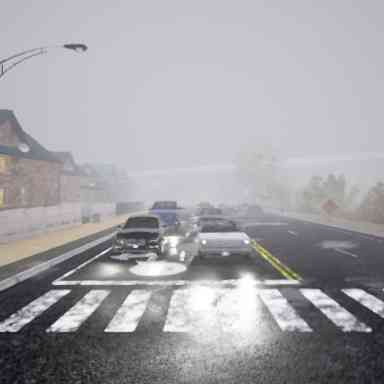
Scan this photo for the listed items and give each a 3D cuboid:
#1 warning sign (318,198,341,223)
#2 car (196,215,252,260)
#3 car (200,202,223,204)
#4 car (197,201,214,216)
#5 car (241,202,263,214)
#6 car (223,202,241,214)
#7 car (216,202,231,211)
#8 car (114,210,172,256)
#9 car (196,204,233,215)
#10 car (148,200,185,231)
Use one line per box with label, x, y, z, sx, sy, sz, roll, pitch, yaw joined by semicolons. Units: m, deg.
warning sign;10.852;1.457;26.256;1.300;1.860;1.060;1;1;1
car;1.173;1.811;13.416;1.895;1.301;4.718;0;-1;1
car;1.487;2.002;31.989;2.128;1.511;4.902;0;-1;1
car;1.653;2.025;41.813;2.097;1.767;4.553;0;-1;1
car;8.266;2.234;44.747;1.994;1.385;4.181;0;-1;1
car;5.022;2.304;45.148;1.895;1.301;4.718;0;-1;1
car;5.178;2.436;55.071;1.994;1.385;4.181;0;-1;1
car;-2.061;1.758;14.446;1.837;1.490;4.892;0;-1;-1
car;1.325;1.851;22.721;2.128;1.511;4.902;0;-1;1
car;-1.905;1.633;24.309;2.150;2.045;5.566;0;-1;1
